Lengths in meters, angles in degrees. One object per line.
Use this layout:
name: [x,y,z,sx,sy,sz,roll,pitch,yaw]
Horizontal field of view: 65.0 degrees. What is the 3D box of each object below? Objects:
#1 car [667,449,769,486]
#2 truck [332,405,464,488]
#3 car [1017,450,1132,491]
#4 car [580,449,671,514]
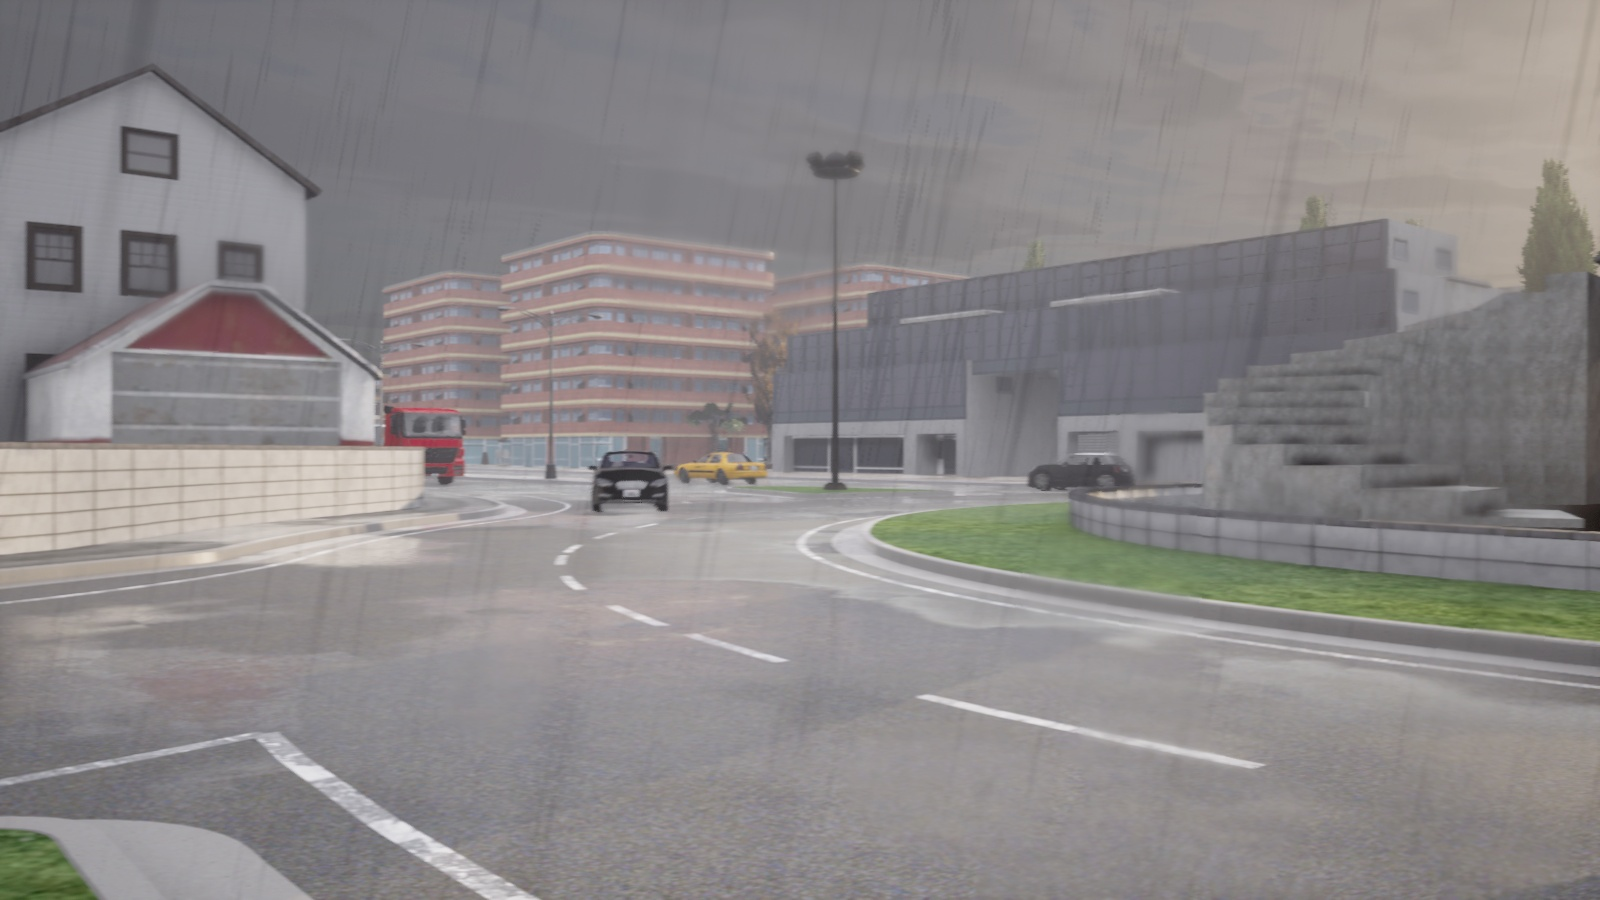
car: [-3.795,0.760,57.104,1.801,1.575,5.366,0,0,-41]
truck: [-18.183,-0.143,56.456,2.891,3.462,7.936,0,0,-40]
car: [10.488,0.756,48.028,3.806,1.475,1.970,0,0,34]
car: [-4.470,0.746,32.008,2.128,1.511,4.902,0,0,-9]
